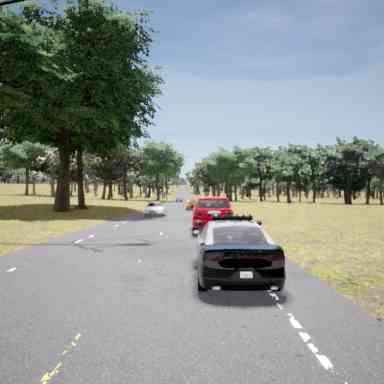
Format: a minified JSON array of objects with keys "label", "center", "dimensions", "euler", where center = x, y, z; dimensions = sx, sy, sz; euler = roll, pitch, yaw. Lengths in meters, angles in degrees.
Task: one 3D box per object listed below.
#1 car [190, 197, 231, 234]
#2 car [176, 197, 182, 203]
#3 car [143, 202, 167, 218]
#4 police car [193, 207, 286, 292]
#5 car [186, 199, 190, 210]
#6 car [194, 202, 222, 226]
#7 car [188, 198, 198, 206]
[{"label":"car","center":[1.105,1.274,19.056],"dimensions":[2.150,2.045,5.566],"euler":[0,0,0]},{"label":"car","center":[-3.633,2.220,93.519],"dimensions":[2.128,1.511,4.902],"euler":[0,0,-1]},{"label":"car","center":[-3.507,1.668,32.184],"dimensions":[1.812,1.442,4.674],"euler":[0,0,0]},{"label":"police car","center":[1.076,1.436,9.132],"dimensions":[1.930,1.638,5.238],"euler":[0,0,0]},{"label":"car","center":[0.159,1.745,46.959],"dimensions":[1.882,1.535,5.008],"euler":[0,-1,1]},{"label":"car","center":[1.122,1.565,25.028],"dimensions":[1.882,1.535,5.008],"euler":[0,0,0]},{"label":"car","center":[0.109,1.959,64.244],"dimensions":[1.812,1.442,4.674],"euler":[0,-1,0]}]
